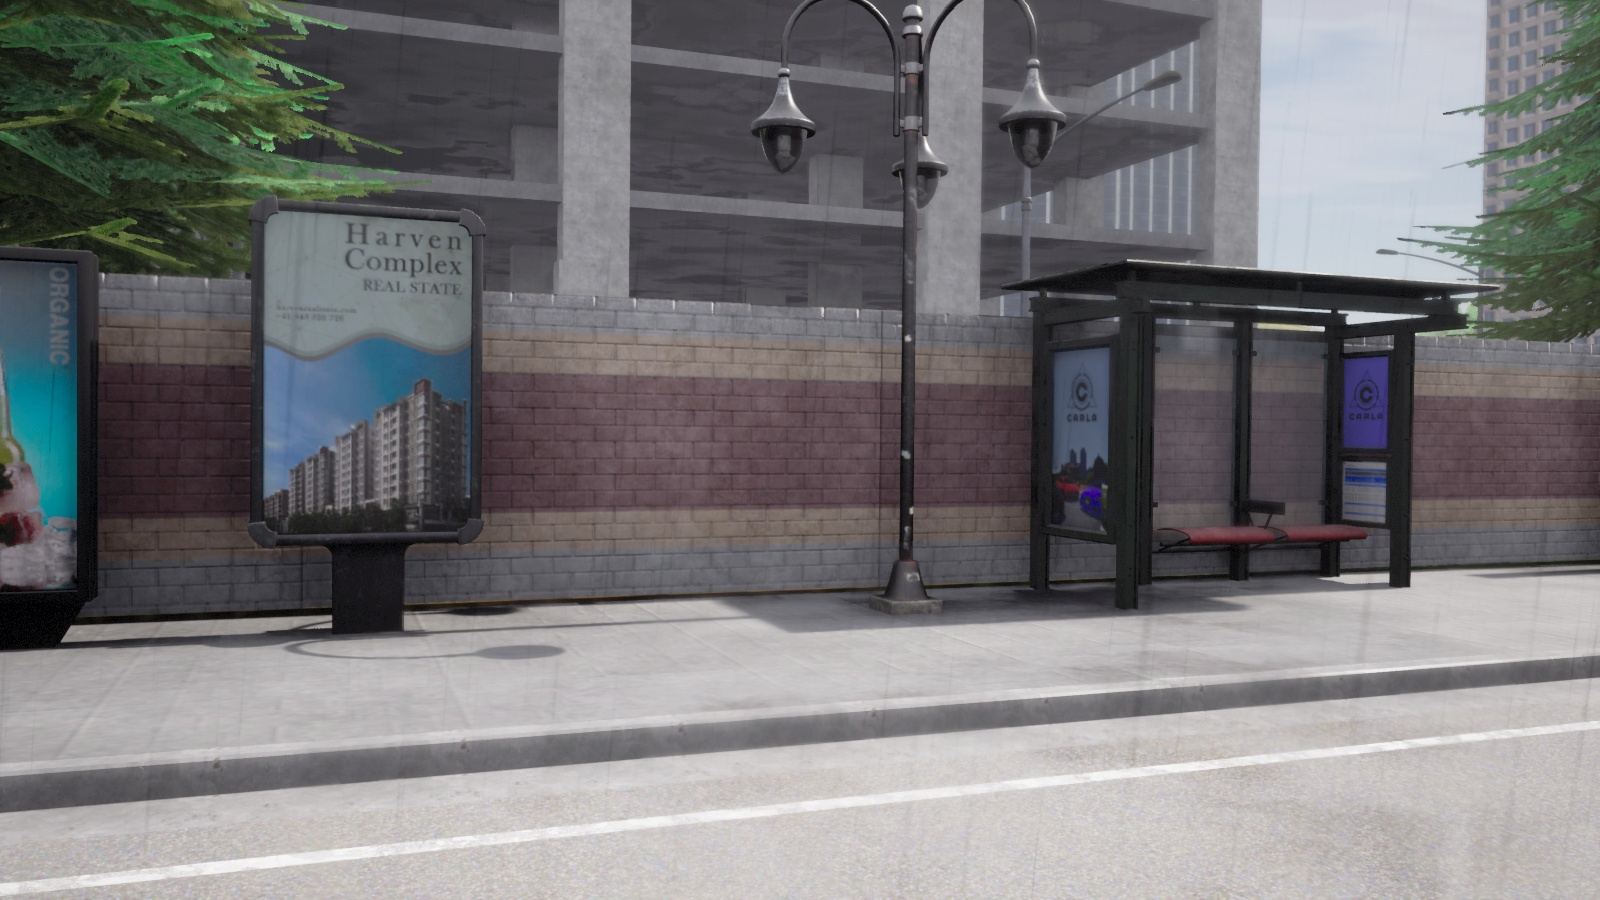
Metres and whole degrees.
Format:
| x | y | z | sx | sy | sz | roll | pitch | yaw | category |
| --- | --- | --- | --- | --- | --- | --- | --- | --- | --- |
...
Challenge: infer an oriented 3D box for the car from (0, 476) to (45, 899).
| x | y | z | sx | sy | sz | roll | pitch | yaw | category |
| --- | --- | --- | --- | --- | --- | --- | --- | --- | --- |
| -3.928 | 0.838 | 1.747 | 4.674 | 1.442 | 1.812 | -1 | 1 | -21 | car |
